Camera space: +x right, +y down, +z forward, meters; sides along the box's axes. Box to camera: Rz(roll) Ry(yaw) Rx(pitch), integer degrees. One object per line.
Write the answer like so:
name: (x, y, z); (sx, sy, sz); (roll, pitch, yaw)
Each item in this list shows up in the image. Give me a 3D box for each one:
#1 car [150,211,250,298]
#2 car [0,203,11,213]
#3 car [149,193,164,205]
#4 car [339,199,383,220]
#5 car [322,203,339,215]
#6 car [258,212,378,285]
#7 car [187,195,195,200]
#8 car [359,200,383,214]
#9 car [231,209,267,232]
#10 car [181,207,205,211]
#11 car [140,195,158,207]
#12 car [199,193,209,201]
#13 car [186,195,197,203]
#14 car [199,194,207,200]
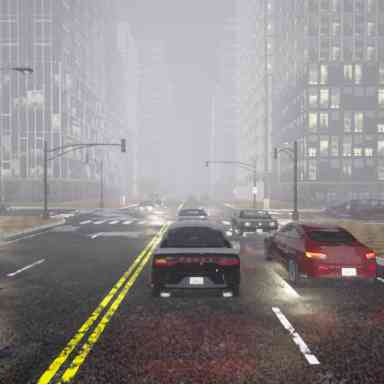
car: (0.070, 1.478, 8.582); (1.882, 1.535, 5.008); (0, 0, 0)
car: (-20.080, 1.382, 32.279); (4.674, 1.442, 1.812); (1, 1, 1)
car: (-6.760, 1.208, 59.710); (2.150, 2.045, 5.566); (0, 0, 0)
car: (16.111, 1.535, 29.205); (5.009, 1.841, 2.192); (1, 0, 1)
car: (16.191, 1.656, 34.994); (4.674, 1.442, 1.812); (1, 1, 1)
car: (3.322, 1.527, 9.346); (1.812, 1.442, 4.674); (0, 0, 0)
car: (-0.281, 1.510, 91.425); (1.994, 1.385, 4.181); (0, 0, 0)
car: (21.695, 1.663, 37.508); (4.829, 1.417, 1.752); (1, 0, 1)
car: (3.293, 1.601, 18.465); (1.895, 1.301, 4.718); (0, 0, 0)
car: (0.042, 1.548, 18.402); (2.033, 1.411, 5.357); (0, 0, 0)
car: (-6.746, 1.555, 50.677); (1.994, 1.385, 4.181); (0, 0, 0)
car: (3.005, 1.187, 79.984); (2.150, 2.045, 5.566); (0, 0, 0)
car: (-0.116, 1.480, 69.958); (1.837, 1.490, 4.892); (0, -1, 0)
car: (2.973, 1.316, 90.372); (2.128, 1.511, 4.902); (0, 0, 0)
